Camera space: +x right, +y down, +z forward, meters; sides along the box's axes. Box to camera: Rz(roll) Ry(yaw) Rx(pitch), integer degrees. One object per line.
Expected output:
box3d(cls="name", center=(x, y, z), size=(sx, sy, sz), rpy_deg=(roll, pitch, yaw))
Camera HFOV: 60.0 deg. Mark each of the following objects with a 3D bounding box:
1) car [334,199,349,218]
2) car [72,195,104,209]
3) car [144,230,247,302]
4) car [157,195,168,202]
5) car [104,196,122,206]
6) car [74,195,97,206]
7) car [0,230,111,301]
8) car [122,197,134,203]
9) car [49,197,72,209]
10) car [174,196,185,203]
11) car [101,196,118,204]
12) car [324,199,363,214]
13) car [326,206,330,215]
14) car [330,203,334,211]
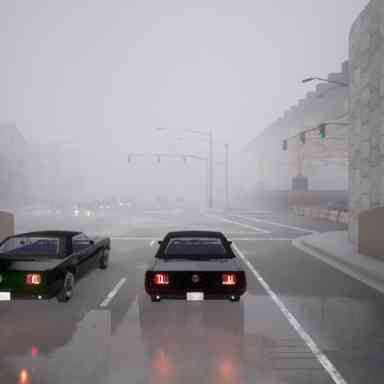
box3d(cls="car", center=(13.973, 1.295, 26.113), size=(1.853, 1.218, 4.536), rpy_deg=(0, 0, -35))
box3d(cls="car", center=(-13.864, 1.478, 44.707), size=(1.882, 1.535, 5.008), rpy_deg=(0, 0, 2))
box3d(cls="car", center=(0.077, 1.601, 8.238), size=(1.895, 1.301, 4.718), rpy_deg=(0, 0, 0))
box3d(cls="car", center=(-6.142, 1.367, 69.397), size=(1.994, 1.385, 4.181), rpy_deg=(0, 0, 1))
box3d(cls="car", center=(-13.607, 1.547, 54.530), size=(2.033, 1.411, 5.357), rpy_deg=(0, 0, 2))
box3d(cls="car", center=(-17.131, 1.352, 53.705), size=(2.097, 1.767, 4.553), rpy_deg=(0, 0, 2))
box3d(cls="car", center=(-3.423, 1.601, 8.247), size=(1.895, 1.301, 4.718), rpy_deg=(0, 0, 0))
box3d(cls="car", center=(-13.178, 1.601, 68.080), size=(1.895, 1.301, 4.718), rpy_deg=(0, 0, 1))
box3d(cls="car", center=(-17.370, 1.491, 44.504), size=(2.128, 1.511, 4.902), rpy_deg=(0, 0, 2))
box3d(cls="car", center=(-2.643, 1.564, 69.309), size=(1.994, 1.385, 4.181), rpy_deg=(0, 0, 1))
box3d(cls="car", center=(-16.696, 1.547, 67.419), size=(2.033, 1.411, 5.357), rpy_deg=(0, 0, 1))
box3d(cls="car", center=(14.086, 1.295, 30.799), size=(4.536, 1.218, 1.853), rpy_deg=(0, 0, -45))
box3d(cls="car", center=(14.050, 1.453, 30.763), size=(4.974, 1.542, 2.038), rpy_deg=(0, 0, -45))
box3d(cls="car", center=(13.943, 1.453, 26.156), size=(2.038, 1.542, 4.974), rpy_deg=(0, 0, -35))
